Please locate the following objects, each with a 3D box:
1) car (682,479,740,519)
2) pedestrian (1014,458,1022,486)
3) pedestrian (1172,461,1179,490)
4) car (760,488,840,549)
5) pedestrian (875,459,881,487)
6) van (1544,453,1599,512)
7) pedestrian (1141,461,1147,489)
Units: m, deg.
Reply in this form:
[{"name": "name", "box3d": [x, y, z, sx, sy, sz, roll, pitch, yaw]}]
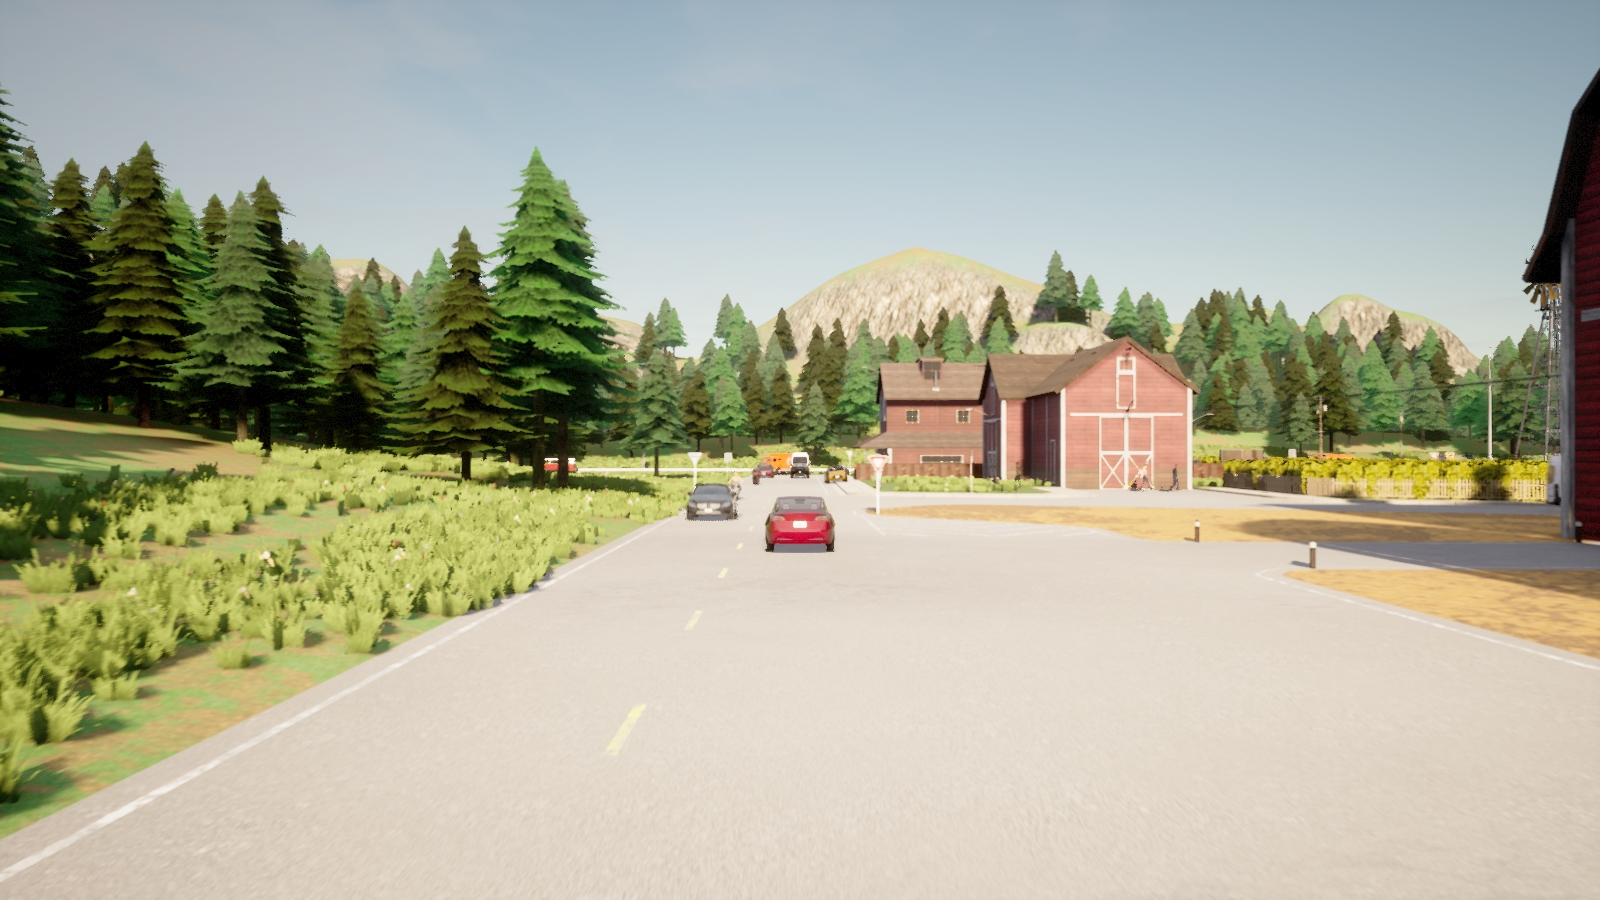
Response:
[{"name": "car", "box3d": [-3.551, 1.941, 46.469, 2.002, 1.442, 4.674, 0, 0, 0]}, {"name": "pedestrian", "box3d": [14.495, 1.468, 75.997, 0.375, 1.860, 0.375, 0, 0, 44]}, {"name": "pedestrian", "box3d": [24.107, 1.618, 73.308, 0.375, 1.860, 0.375, 0, 0, 22]}, {"name": "car", "box3d": [0.001, 1.923, 33.302, 2.163, 1.488, 4.792, 0, 0, 0]}, {"name": "pedestrian", "box3d": [5.324, 1.554, 77.737, 0.375, 1.860, 0.375, 0, 0, 9]}, {"name": "van", "box3d": [36.335, 1.412, 50.178, 5.915, 2.561, 1.988, 0, 0, 24]}, {"name": "pedestrian", "box3d": [22.306, 1.617, 74.079, 0.375, 1.860, 0.375, 0, 0, 21]}]
